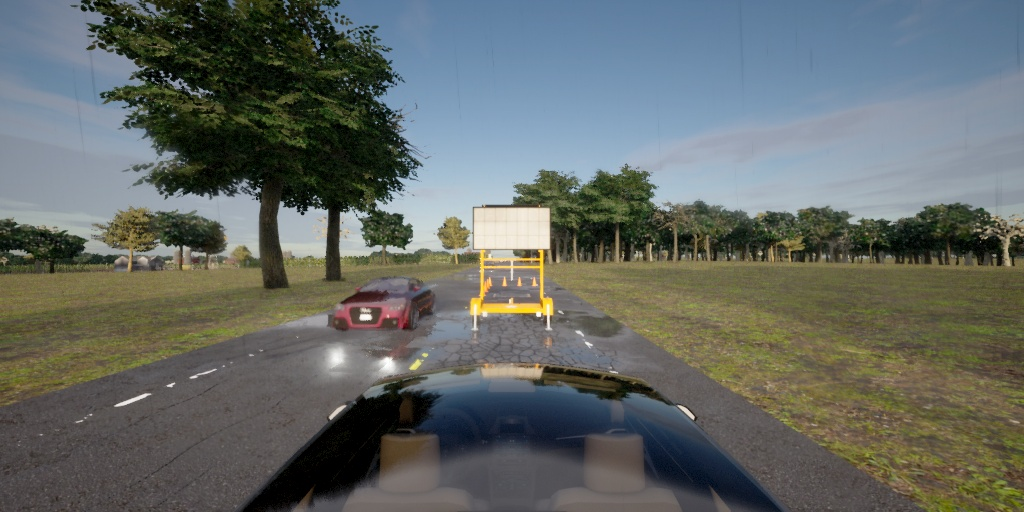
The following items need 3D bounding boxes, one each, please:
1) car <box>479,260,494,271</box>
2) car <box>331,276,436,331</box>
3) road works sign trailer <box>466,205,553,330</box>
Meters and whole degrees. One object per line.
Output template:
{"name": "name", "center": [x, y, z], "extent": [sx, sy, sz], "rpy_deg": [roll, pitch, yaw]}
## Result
{"name": "car", "center": [-3.610, 1.300, 51.367], "extent": [1.837, 1.490, 4.892], "rpy_deg": [0, 0, 0]}
{"name": "car", "center": [-3.601, 1.318, 10.802], "extent": [1.994, 1.385, 4.181], "rpy_deg": [0, 0, 0]}
{"name": "road works sign trailer", "center": [-0.003, 0.218, 11.126], "extent": [2.380, 3.560, 2.880], "rpy_deg": [0, 0, 0]}
